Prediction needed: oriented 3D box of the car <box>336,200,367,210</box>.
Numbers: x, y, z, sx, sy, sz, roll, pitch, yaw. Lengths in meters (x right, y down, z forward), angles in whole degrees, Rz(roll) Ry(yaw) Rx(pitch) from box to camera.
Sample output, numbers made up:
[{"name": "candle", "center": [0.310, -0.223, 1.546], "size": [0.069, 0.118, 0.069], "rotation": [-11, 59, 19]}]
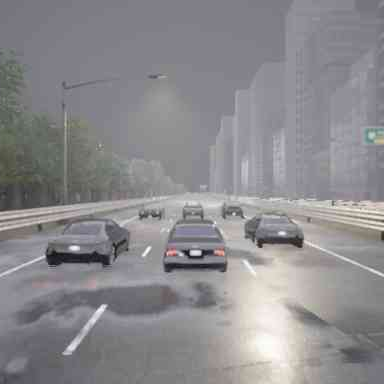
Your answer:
[{"name": "car", "center": [23.464, 1.933, 49.480], "size": [2.033, 1.411, 5.357], "rotation": [0, 0, -16]}]

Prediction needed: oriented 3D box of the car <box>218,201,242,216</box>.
[{"name": "car", "center": [3.601, 1.636, 30.822], "size": [1.837, 1.490, 4.892], "rotation": [0, 0, 0]}]

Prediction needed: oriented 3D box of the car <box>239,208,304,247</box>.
[{"name": "car", "center": [3.598, 1.628, 15.258], "size": [1.994, 1.385, 4.181], "rotation": [0, 0, 0]}]

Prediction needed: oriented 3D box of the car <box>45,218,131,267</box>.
[{"name": "car", "center": [-3.406, 1.613, 11.668], "size": [1.994, 1.385, 4.181], "rotation": [0, 0, 0]}]

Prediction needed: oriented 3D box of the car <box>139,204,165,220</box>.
[{"name": "car", "center": [-3.399, 1.725, 29.195], "size": [1.895, 1.301, 4.718], "rotation": [0, 0, 0]}]

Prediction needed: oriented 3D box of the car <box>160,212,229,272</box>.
[{"name": "car", "center": [0.096, 1.593, 10.886], "size": [2.033, 1.411, 5.357], "rotation": [0, 0, 0]}]

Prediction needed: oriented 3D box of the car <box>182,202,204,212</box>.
[{"name": "car", "center": [0.102, 1.622, 30.669], "size": [2.128, 1.511, 4.902], "rotation": [0, 0, 0]}]
